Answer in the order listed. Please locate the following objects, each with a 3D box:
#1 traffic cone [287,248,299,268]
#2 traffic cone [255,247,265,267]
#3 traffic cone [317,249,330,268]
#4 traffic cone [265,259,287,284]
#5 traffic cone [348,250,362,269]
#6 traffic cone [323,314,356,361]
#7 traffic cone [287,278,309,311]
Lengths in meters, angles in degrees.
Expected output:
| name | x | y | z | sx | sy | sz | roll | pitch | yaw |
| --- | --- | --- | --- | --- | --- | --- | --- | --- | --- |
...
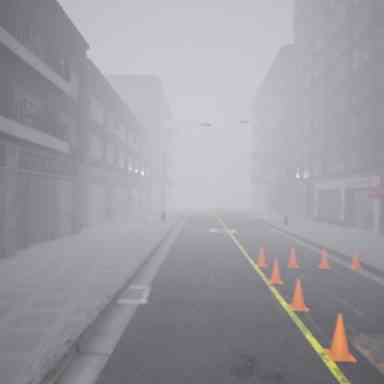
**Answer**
| name | x | y | z | sx | sy | sz | roll | pitch | yaw |
| --- | --- | --- | --- | --- | --- | --- | --- | --- | --- |
| traffic cone | 3.248 | 2.105 | 10.718 | 0.340 | 0.580 | 0.340 | 1 | 0 | 1 |
| traffic cone | 2.249 | 2.083 | 10.742 | 0.340 | 0.580 | 0.340 | 1 | 0 | 1 |
| traffic cone | 4.247 | 2.127 | 10.694 | 0.340 | 0.580 | 0.340 | 1 | 0 | 1 |
| traffic cone | 2.201 | 2.067 | 8.742 | 0.340 | 0.580 | 0.340 | 1 | 0 | 1 |
| traffic cone | 5.247 | 2.149 | 10.670 | 0.340 | 0.580 | 0.340 | 1 | 0 | 1 |
| traffic cone | 2.107 | 2.037 | 4.744 | 0.340 | 0.580 | 0.340 | 1 | 0 | 1 |
| traffic cone | 2.154 | 2.052 | 6.743 | 0.340 | 0.580 | 0.340 | 1 | 0 | 1 |
